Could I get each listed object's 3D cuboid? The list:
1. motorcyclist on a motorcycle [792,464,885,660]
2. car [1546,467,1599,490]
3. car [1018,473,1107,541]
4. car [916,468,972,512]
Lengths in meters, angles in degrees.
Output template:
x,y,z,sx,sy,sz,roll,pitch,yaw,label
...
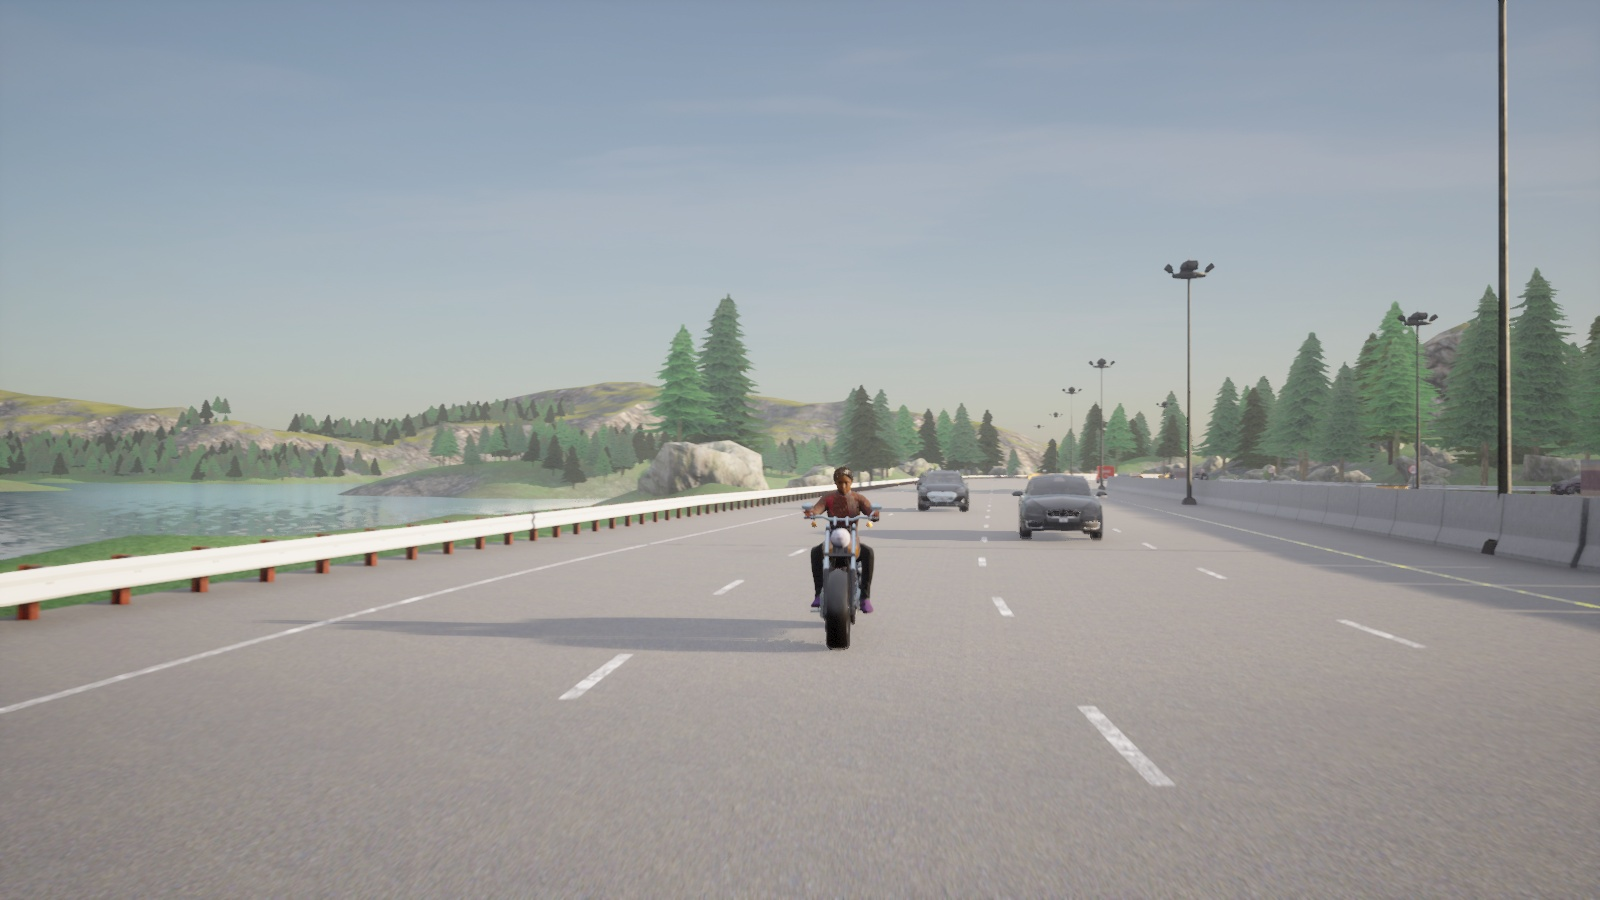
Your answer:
x,y,z,sx,sy,sz,roll,pitch,yaw,label
0.405,0.962,11.831,0.766,1.649,2.350,0,-1,4,motorcyclist on a motorcycle
50.818,1.806,81.017,4.193,1.474,1.816,0,-1,9,car
6.235,1.303,30.240,1.837,1.490,4.892,0,-1,9,car
5.782,1.562,50.084,2.033,1.649,4.856,0,-1,9,car
